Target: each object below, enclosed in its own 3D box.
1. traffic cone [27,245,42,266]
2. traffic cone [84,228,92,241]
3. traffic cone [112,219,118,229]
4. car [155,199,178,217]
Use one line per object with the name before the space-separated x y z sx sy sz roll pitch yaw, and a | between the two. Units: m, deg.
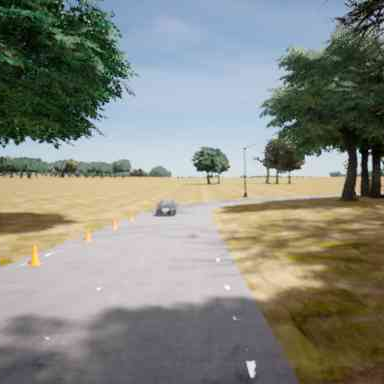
traffic cone | -4.836 1.938 10.238 0.340 0.580 0.340 0 0 1
traffic cone | -4.765 1.940 15.238 0.340 0.580 0.340 0 0 1
traffic cone | -4.695 1.941 20.238 0.340 0.580 0.340 0 0 1
car | -2.373 1.455 31.684 2.128 1.511 4.902 0 0 -1
